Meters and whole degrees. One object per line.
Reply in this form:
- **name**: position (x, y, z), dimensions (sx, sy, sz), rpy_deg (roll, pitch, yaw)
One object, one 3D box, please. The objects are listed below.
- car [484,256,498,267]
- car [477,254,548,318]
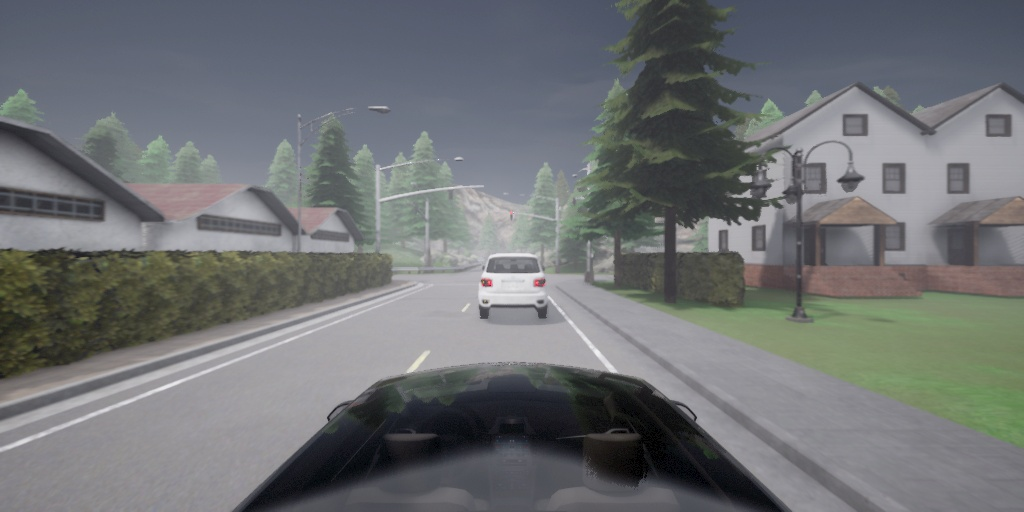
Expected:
- **car**: position (-3.549, 0.950, 61.519), dimensions (2.097, 1.767, 4.553), rpy_deg (0, 0, 1)
- **car**: position (0.054, 0.941, 13.000), dimensions (2.150, 2.045, 5.566), rpy_deg (0, 0, 0)
